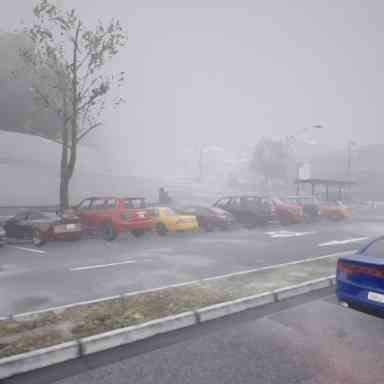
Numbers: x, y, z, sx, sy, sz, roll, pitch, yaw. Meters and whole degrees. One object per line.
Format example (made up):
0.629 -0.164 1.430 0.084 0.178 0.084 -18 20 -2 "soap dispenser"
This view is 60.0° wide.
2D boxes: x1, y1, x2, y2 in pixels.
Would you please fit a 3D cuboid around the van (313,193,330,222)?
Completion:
7.868 1.295 25.563 4.442 1.987 1.878 -1 -1 35 "van"

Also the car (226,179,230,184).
9.677 -2.320 78.010 2.002 1.452 4.674 7 3 35 "car"

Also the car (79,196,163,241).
-4.545 1.247 16.987 5.566 2.045 2.435 -1 -1 35 "car"

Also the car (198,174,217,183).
4.578 -3.179 85.525 1.946 1.575 5.366 7 3 34 "car"

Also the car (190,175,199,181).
2.729 -3.702 87.786 2.435 2.045 5.566 7 3 34 "car"

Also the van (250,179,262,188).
14.818 -1.767 70.492 1.878 1.987 4.442 7 4 35 "van"

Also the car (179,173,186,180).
-0.791 -4.088 92.725 2.185 1.767 4.553 4 1 34 "car"

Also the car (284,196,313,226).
5.328 1.266 23.896 5.566 2.045 2.435 -1 -1 35 "car"

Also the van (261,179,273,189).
16.545 -1.494 68.019 1.878 1.987 4.442 7 4 35 "van"

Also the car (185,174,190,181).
0.937 -3.853 90.254 2.185 1.767 4.553 6 3 34 "car"

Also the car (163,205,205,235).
-2.223 1.502 18.812 5.366 1.575 1.946 -1 -1 35 "car"

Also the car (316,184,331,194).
23.506 -0.429 58.265 2.435 2.045 5.566 7 3 35 "car"

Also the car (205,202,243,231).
0.385 1.547 20.438 4.674 1.452 2.002 -1 -1 35 "car"

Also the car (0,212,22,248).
-9.413 1.493 13.500 4.892 1.521 2.231 -1 -1 35 "car"

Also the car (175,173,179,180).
-2.560 -4.365 95.074 2.435 2.045 5.566 1 -1 34 "car"

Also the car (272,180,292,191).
18.303 -0.996 65.655 2.231 1.521 4.892 7 3 35 "car"

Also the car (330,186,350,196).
25.195 0.133 55.791 2.002 1.452 4.674 7 3 35 "car"

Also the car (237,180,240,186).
11.417 -2.047 75.547 2.002 1.452 4.674 7 4 35 "car"

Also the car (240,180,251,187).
13.246 -1.815 73.225 1.946 1.575 5.366 7 3 35 "car"

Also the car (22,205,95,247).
-6.991 1.524 15.244 4.792 1.488 2.163 -1 -1 35 "car"

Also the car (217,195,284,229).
2.813 1.261 22.193 5.566 2.045 2.435 -1 -1 35 "car"

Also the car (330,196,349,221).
10.279 1.401 27.312 4.553 1.767 2.185 -1 -1 35 "car"

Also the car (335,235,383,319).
4.885 1.487 6.601 5.008 1.535 1.882 0 0 -35 "car"
